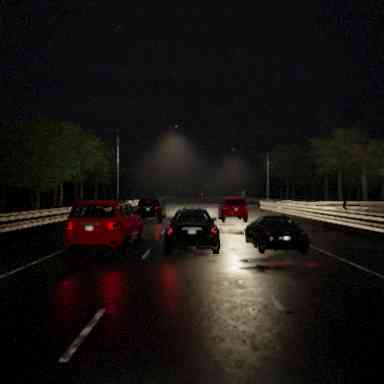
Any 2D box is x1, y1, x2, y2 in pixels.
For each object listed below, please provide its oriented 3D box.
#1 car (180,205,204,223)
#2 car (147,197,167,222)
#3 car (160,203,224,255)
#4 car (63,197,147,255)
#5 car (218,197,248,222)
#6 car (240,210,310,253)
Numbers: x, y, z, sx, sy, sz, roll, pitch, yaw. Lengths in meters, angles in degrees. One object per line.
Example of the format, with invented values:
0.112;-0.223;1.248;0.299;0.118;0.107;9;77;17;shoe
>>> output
0.007;1.867;29.109;1.895;1.301;4.718;0;0;0;car
-3.494;1.483;29.015;2.150;2.045;5.566;0;0;0;car
0.005;1.482;14.081;2.097;1.767;4.553;0;-1;0;car
-3.497;1.348;14.023;2.150;2.045;5.566;0;0;0;car
3.507;1.483;29.016;2.150;2.045;5.566;0;0;0;car
3.509;1.699;14.342;1.994;1.385;4.181;0;0;0;car
